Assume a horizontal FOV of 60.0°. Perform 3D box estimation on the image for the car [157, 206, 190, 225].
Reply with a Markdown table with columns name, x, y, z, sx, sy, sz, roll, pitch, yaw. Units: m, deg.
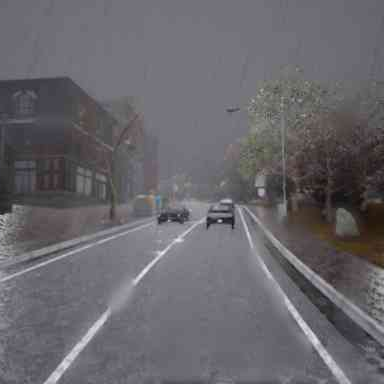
| name | x | y | z | sx | sy | sz | roll | pitch | yaw |
| --- | --- | --- | --- | --- | --- | --- | --- | --- | --- |
| car | -1.349 | 1.738 | 25.668 | 1.895 | 1.301 | 4.718 | -1 | 0 | 8 |

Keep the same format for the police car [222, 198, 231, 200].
| name | x | y | z | sx | sy | sz | roll | pitch | yaw |
| --- | --- | --- | --- | --- | --- | --- | --- | --- | --- |
| police car | 4.318 | 1.606 | 41.567 | 1.930 | 1.638 | 5.238 | -1 | 0 | 7 |

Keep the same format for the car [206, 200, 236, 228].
| name | x | y | z | sx | sy | sz | roll | pitch | yaw |
| --- | --- | --- | --- | --- | --- | --- | --- | --- | --- |
| car | 2.010 | 1.584 | 22.959 | 2.128 | 1.511 | 4.902 | -1 | 0 | 7 |
